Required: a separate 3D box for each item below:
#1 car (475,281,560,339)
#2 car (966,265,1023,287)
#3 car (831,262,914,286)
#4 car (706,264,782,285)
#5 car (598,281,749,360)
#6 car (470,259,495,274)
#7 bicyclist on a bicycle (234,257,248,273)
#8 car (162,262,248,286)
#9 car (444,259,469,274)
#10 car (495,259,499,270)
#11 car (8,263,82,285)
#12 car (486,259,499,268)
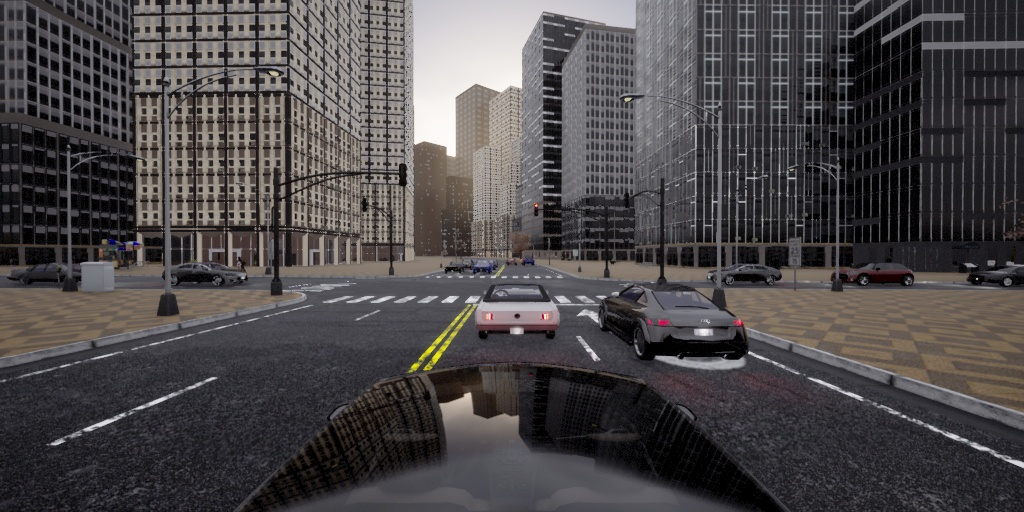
[{"bbox_3d":[0.117,1.348,10.044,1.895,1.301,4.718,0,0,0],"label":"car"},{"bbox_3d":[35.852,1.402,25.716,4.892,1.490,1.837,0,0,1],"label":"car"},{"bbox_3d":[25.951,1.204,25.950,4.553,1.767,2.097,0,0,1],"label":"car"},{"bbox_3d":[16.869,1.302,26.164,4.902,1.511,2.128,0,0,1],"label":"car"},{"bbox_3d":[3.369,1.312,8.325,1.994,1.385,4.181,0,0,0],"label":"car"},{"bbox_3d":[-3.264,1.199,40.658,1.882,1.535,5.008,0,0,0],"label":"car"},{"bbox_3d":[-24.640,0.872,32.541,0.582,1.620,1.656,0,1,2],"label":"bicyclist on a bicycle"},{"bbox_3d":[-20.173,1.156,23.686,4.902,1.511,2.128,0,0,2],"label":"car"},{"bbox_3d":[-6.515,1.321,41.333,1.895,1.301,4.718,0,0,0],"label":"car"},{"bbox_3d":[-3.243,1.230,50.001,1.812,1.442,4.674,0,0,0],"label":"car"},{"bbox_3d":[-30.060,1.166,23.953,5.357,1.411,2.033,0,0,2],"label":"car"},{"bbox_3d":[-3.223,1.231,60.380,2.033,1.411,5.357,0,0,0],"label":"car"}]
